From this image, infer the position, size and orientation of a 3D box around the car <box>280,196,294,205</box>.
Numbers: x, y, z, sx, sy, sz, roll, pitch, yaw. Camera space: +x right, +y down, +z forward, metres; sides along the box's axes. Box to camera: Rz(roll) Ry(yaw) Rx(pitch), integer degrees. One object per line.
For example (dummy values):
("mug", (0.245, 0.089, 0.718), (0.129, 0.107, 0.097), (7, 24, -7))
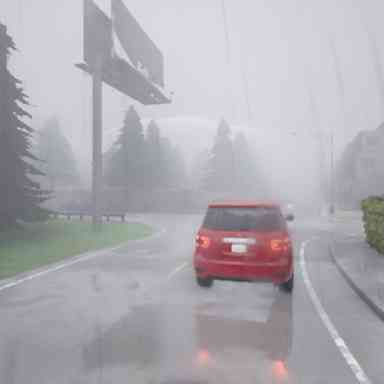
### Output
("car", (16.782, 1.477, 58.797), (1.895, 1.301, 4.718), (0, 0, 22))

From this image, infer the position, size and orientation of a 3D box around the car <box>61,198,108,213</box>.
("car", (-10.124, 1.286, 31.140), (4.674, 1.442, 1.812), (0, 0, 20))

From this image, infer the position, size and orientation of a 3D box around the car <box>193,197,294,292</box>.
("car", (1.587, 1.202, 9.174), (2.150, 2.045, 5.566), (0, 0, 14))

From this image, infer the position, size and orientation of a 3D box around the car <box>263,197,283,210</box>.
("car", (10.605, 1.435, 43.344), (1.812, 1.442, 4.674), (0, 0, 22))
